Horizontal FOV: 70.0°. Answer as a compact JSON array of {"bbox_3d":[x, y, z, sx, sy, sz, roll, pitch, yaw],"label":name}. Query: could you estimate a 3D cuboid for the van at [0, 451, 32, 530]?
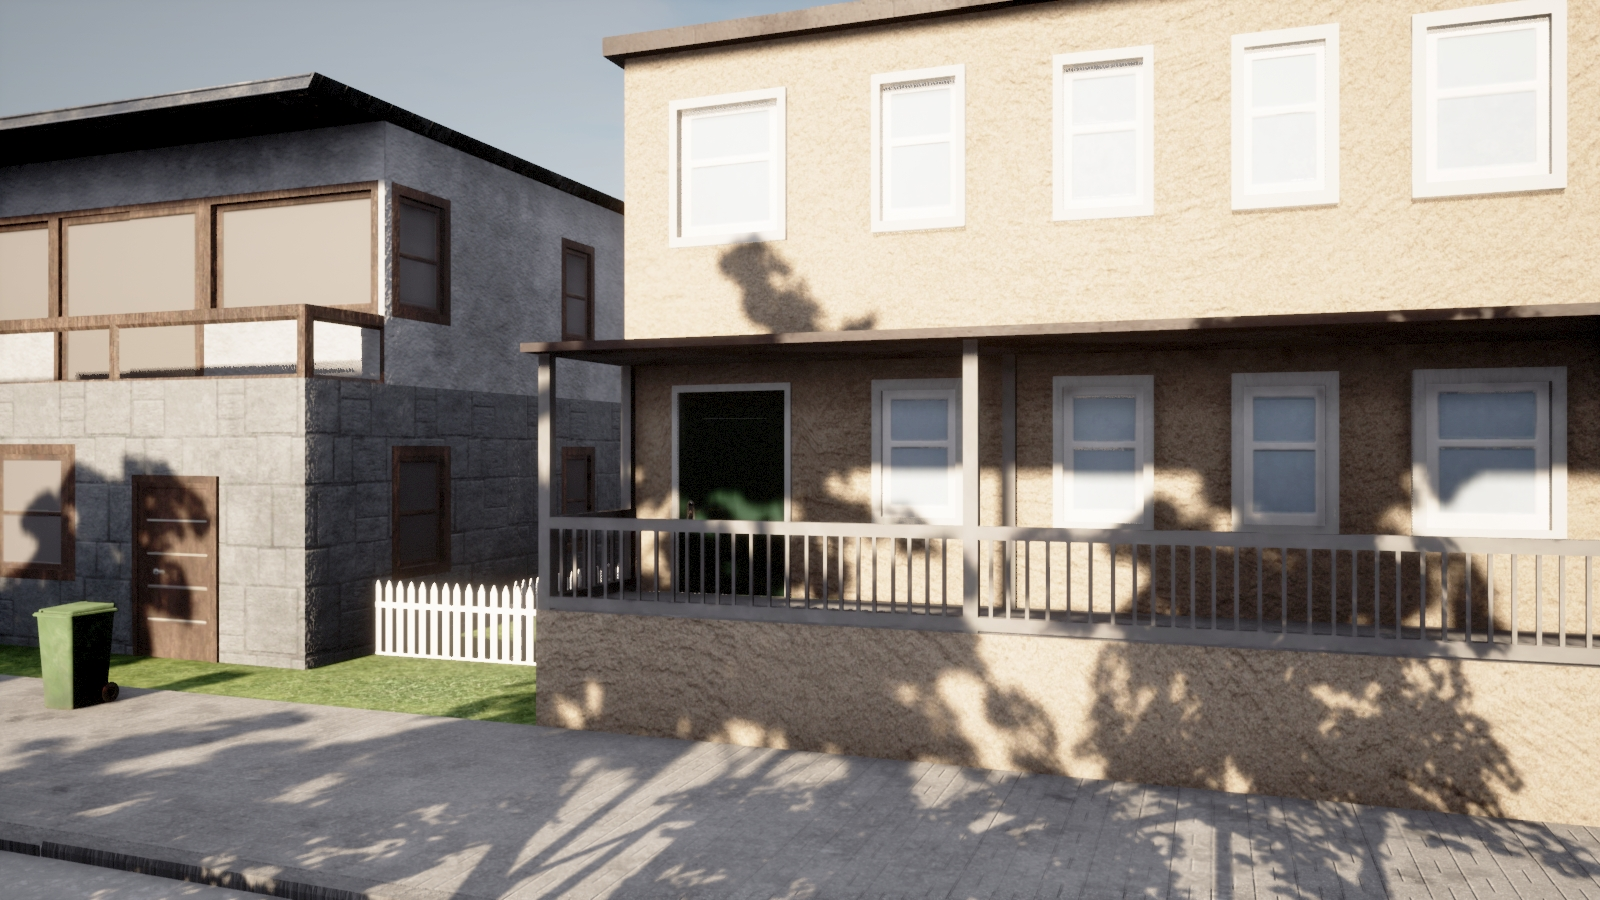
[{"bbox_3d":[-27.753,1.329,35.973,1.988,2.561,5.915,0,0,20],"label":"van"}]
